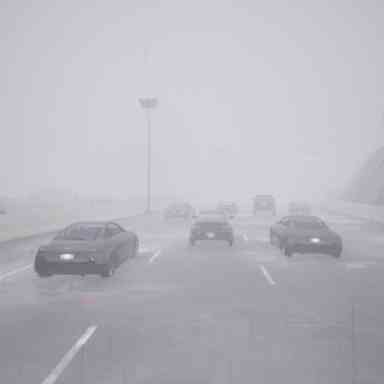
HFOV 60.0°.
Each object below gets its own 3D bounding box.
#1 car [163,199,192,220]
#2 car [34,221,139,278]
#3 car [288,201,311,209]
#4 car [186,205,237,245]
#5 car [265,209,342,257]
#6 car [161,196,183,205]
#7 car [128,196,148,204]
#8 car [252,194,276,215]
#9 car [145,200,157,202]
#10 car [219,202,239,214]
[{"bbox_3d":[-0.954,1.551,27.766,2.033,1.411,5.357,0,0,10],"label":"car"},{"bbox_3d":[-2.959,1.559,10.187,1.994,1.385,4.181,0,0,3],"label":"car"},{"bbox_3d":[11.076,1.633,34.578,1.895,1.301,4.718,0,0,13],"label":"car"},{"bbox_3d":[0.967,1.531,15.453,1.812,1.442,4.674,0,0,5],"label":"car"},{"bbox_3d":[4.277,1.576,13.073,1.994,1.385,4.181,0,0,5],"label":"car"},{"bbox_3d":[-3.515,1.496,60.281,2.128,1.511,4.902,0,0,20],"label":"car"},{"bbox_3d":[-10.123,1.552,62.603,1.994,1.385,4.181,0,0,20],"label":"car"},{"bbox_3d":[7.494,1.245,34.584,2.150,2.045,5.566,0,0,12],"label":"car"},{"bbox_3d":[-6.448,1.475,62.452,1.882,1.535,5.008,0,0,20],"label":"car"},{"bbox_3d":[3.615,1.616,33.130,1.895,1.301,4.718,0,0,11],"label":"car"}]
